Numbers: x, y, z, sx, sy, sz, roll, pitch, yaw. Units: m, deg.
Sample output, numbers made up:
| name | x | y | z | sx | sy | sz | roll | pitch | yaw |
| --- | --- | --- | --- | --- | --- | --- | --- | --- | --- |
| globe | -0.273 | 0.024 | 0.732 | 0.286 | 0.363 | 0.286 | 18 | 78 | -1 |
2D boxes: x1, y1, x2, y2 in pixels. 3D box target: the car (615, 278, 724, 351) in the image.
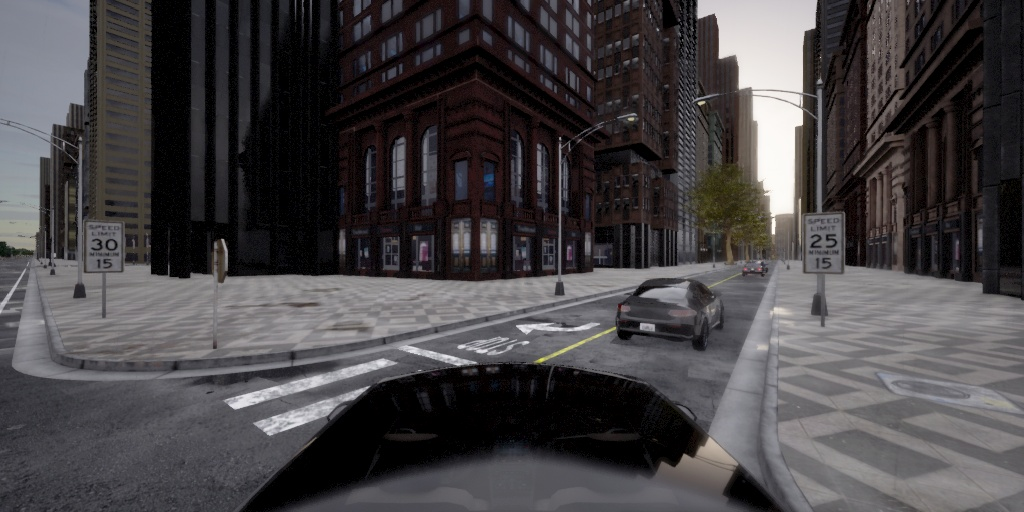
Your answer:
| name | x | y | z | sx | sy | sz | roll | pitch | yaw |
| --- | --- | --- | --- | --- | --- | --- | --- | --- | --- |
| car | 4.126 | 1.280 | 9.120 | 1.812 | 1.442 | 4.674 | 0 | 0 | 37 |

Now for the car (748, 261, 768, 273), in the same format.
| name | x | y | z | sx | sy | sz | roll | pitch | yaw |
| --- | --- | --- | --- | --- | --- | --- | --- | --- | --- |
| car | 30.764 | 1.328 | 44.752 | 1.812 | 1.442 | 4.674 | 0 | 0 | 37 |

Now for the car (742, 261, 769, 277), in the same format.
| name | x | y | z | sx | sy | sz | roll | pitch | yaw |
| --- | --- | --- | --- | --- | --- | --- | --- | --- | --- |
| car | 24.535 | 1.327 | 36.332 | 2.033 | 1.411 | 5.357 | 0 | 0 | 37 |
